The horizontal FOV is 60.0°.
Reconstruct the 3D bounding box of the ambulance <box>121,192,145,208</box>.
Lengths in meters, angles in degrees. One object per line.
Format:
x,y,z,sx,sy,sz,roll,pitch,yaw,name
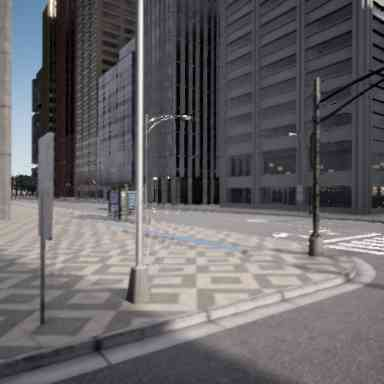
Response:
-8.258,1.157,42.803,2.351,2.431,6.366,0,0,-35,ambulance
